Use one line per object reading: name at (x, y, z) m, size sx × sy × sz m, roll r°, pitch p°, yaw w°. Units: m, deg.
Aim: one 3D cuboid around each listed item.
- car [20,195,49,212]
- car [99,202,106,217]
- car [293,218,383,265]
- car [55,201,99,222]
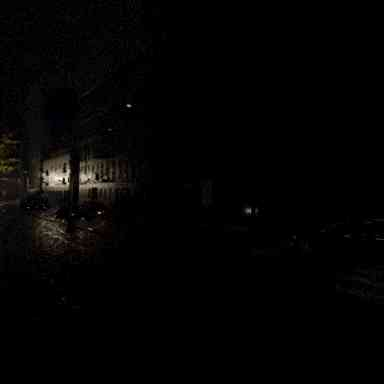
car at (-20.292, 1.451, 42.302) m, size 2.150 × 2.045 × 5.566 m, roll 1°, pitch -1°, yaw -36°
car at (-10.021, 1.679, 32.897) m, size 1.837 × 1.490 × 4.892 m, roll 1°, pitch -1°, yaw -36°
car at (5.680, 1.641, 11.063) m, size 1.837 × 1.490 × 4.892 m, roll 1°, pitch -1°, yaw -36°
car at (-9.929, 1.663, 27.717) m, size 2.033 × 1.411 × 5.357 m, roll 1°, pitch -1°, yaw -36°
